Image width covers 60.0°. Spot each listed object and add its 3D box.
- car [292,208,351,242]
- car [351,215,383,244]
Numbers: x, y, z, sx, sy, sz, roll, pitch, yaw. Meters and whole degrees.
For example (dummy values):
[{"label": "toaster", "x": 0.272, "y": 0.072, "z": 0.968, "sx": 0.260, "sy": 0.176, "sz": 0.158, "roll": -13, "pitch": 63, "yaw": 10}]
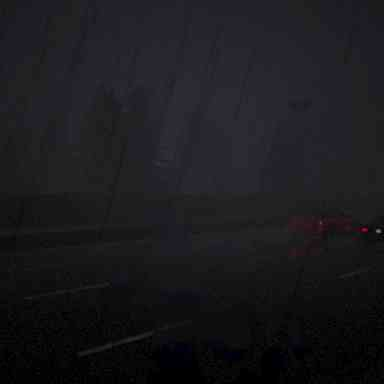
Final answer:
[{"label": "car", "x": 7.633, "y": 1.657, "z": 18.633, "sx": 4.553, "sy": 1.767, "sz": 2.097, "roll": 1, "pitch": -1, "yaw": -38}, {"label": "car", "x": 10.155, "y": 1.787, "z": 16.159, "sx": 5.357, "sy": 1.411, "sz": 2.033, "roll": 0, "pitch": -1, "yaw": -38}]
